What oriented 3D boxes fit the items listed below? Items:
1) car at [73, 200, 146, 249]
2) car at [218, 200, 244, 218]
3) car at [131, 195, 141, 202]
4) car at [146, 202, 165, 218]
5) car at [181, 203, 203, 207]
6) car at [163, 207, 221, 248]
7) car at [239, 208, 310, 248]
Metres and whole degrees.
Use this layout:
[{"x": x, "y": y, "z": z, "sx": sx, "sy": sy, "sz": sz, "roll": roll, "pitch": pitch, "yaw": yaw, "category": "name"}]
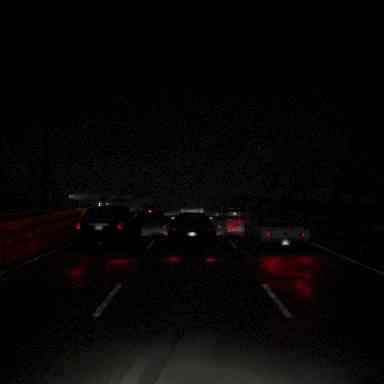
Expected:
[{"x": -3.500, "y": 1.366, "z": 14.620, "sx": 2.097, "sy": 1.767, "sz": 4.553, "roll": 0, "pitch": 0, "yaw": 0, "category": "car"}, {"x": 3.500, "y": 1.516, "z": 29.650, "sx": 1.837, "sy": 1.490, "sz": 4.892, "roll": 0, "pitch": 0, "yaw": 0, "category": "car"}, {"x": -12.473, "y": 1.493, "z": 74.348, "sx": 2.033, "sy": 1.411, "sz": 5.357, "roll": 0, "pitch": 0, "yaw": -11, "category": "car"}, {"x": -3.500, "y": 1.572, "z": 29.650, "sx": 1.994, "sy": 1.385, "sz": 4.181, "roll": 0, "pitch": 0, "yaw": 0, "category": "car"}, {"x": 0.000, "y": 1.616, "z": 29.680, "sx": 1.895, "sy": 1.301, "sz": 4.718, "roll": 0, "pitch": 0, "yaw": 0, "category": "car"}, {"x": 0.000, "y": 1.572, "z": 14.650, "sx": 1.994, "sy": 1.385, "sz": 4.181, "roll": 0, "pitch": 0, "yaw": 0, "category": "car"}, {"x": 3.500, "y": 1.616, "z": 14.680, "sx": 1.895, "sy": 1.301, "sz": 4.718, "roll": 0, "pitch": 0, "yaw": 0, "category": "car"}]
